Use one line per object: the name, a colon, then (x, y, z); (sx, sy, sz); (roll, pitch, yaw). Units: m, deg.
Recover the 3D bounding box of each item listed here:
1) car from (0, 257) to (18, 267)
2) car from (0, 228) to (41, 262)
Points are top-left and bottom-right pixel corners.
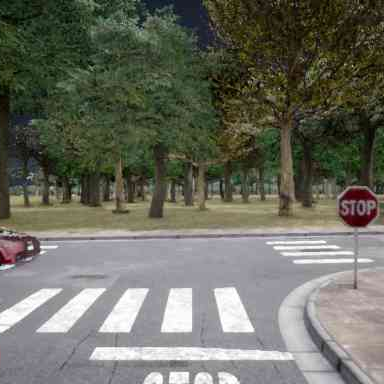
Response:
car: (-2.649, 1.440, 1.087); (1.967, 1.590, 4.097); (-1, 0, 0)
car: (-7.282, 1.693, 10.904); (4.181, 1.385, 1.994); (-1, 1, 0)
